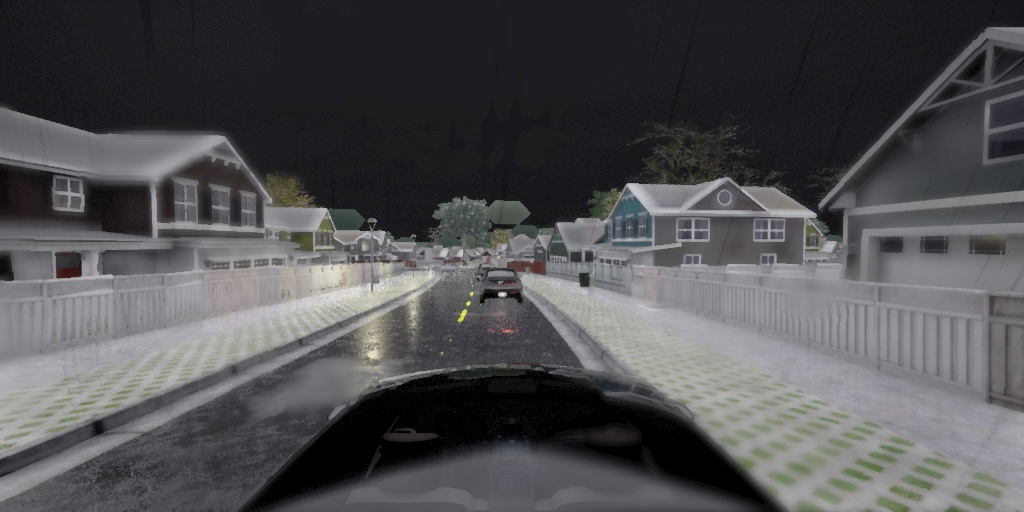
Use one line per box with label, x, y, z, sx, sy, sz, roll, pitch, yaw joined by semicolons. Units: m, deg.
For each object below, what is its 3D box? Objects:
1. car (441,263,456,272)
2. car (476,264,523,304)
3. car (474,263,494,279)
car;-9.381;1.729;52.578;1.895;1.301;4.718;0;-1;-15
car;-0.566;1.285;16.622;1.837;1.490;4.892;0;0;-4
car;-2.254;1.364;31.639;1.837;1.490;4.892;0;0;-9
